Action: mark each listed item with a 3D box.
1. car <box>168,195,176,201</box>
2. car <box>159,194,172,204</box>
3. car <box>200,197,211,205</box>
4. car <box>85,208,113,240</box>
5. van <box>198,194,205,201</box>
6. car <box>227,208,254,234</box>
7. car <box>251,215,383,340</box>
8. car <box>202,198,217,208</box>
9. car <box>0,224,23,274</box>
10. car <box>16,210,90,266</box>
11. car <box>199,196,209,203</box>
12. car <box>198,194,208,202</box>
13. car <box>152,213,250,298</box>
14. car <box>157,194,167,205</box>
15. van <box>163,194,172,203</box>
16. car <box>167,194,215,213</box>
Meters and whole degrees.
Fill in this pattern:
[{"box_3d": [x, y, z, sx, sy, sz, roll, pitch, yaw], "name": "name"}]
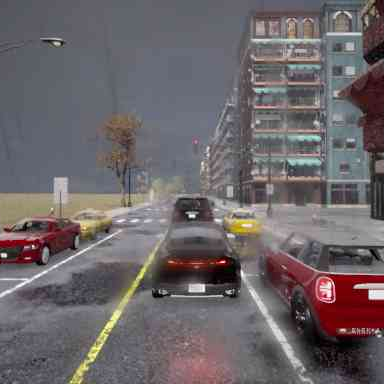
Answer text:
[{"box_3d": [-5.370, 1.609, 89.246, 1.802, 1.307, 4.206, 1, 0, 0], "name": "car"}, {"box_3d": [-5.351, 1.334, 66.630, 2.192, 1.841, 5.009, 1, 0, 0], "name": "car"}, {"box_3d": [2.530, 1.599, 61.458, 1.802, 1.307, 4.206, 1, 0, 0], "name": "car"}, {"box_3d": [-5.318, 1.530, 17.019, 1.752, 1.417, 4.829, 1, 0, 0], "name": "car"}, {"box_3d": [2.512, 1.368, 89.763, 1.690, 1.788, 3.998, 1, 0, 0], "name": "van"}, {"box_3d": [2.562, 1.530, 17.791, 1.752, 1.417, 4.829, 1, 0, 0], "name": "car"}, {"box_3d": [2.571, 1.442, 6.532, 1.967, 1.590, 4.097, 1, 0, 0], "name": "car"}, {"box_3d": [2.538, 1.565, 50.136, 2.008, 1.369, 4.403, 1, 0, 0], "name": "car"}, {"box_3d": [-5.311, 1.552, 6.116, 2.008, 1.369, 4.403, 1, 0, 0], "name": "car"}, {"box_3d": [-5.315, 1.548, 11.653, 1.887, 1.381, 4.507, 1, 0, 0], "name": "car"}, {"box_3d": [2.522, 1.587, 72.780, 1.947, 1.339, 4.313, 1, 0, 0], "name": "car"}, {"box_3d": [2.521, 1.338, 78.441, 2.192, 1.841, 5.009, 1, 0, 0], "name": "car"}, {"box_3d": [0.093, 1.507, 8.491, 1.837, 1.490, 4.892, 0, 0, 0], "name": "car"}, {"box_3d": [-5.348, 1.457, 60.975, 1.967, 1.590, 4.097, 1, 0, 0], "name": "car"}, {"box_3d": [-5.355, 1.362, 72.284, 1.690, 1.788, 3.998, 1, 0, 0], "name": "van"}, {"box_3d": [0.068, 1.226, 18.345, 2.150, 2.045, 5.566, 0, 0, 1], "name": "car"}]
